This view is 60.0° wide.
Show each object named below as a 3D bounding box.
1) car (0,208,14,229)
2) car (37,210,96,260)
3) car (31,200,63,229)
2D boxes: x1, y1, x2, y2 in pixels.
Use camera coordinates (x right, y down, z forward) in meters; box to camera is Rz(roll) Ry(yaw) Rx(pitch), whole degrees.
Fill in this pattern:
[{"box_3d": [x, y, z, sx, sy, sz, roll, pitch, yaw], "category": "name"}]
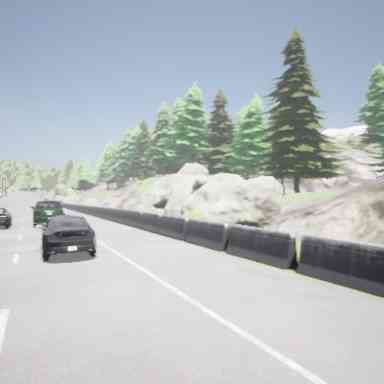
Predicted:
[{"box_3d": [-14.901, 1.988, 25.515, 2.128, 1.511, 4.902, 0, -1, -26], "category": "car"}, {"box_3d": [-5.148, 1.705, 13.565, 1.837, 1.490, 4.892, 0, 0, -26], "category": "car"}, {"box_3d": [-11.356, 1.680, 26.210, 2.150, 2.045, 5.566, 0, -1, -26], "category": "car"}]
